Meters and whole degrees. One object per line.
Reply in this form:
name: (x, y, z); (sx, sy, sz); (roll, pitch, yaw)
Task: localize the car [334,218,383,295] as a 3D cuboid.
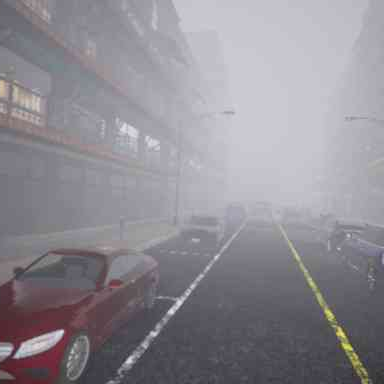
car: (5.866, 1.735, 9.697); (2.097, 1.767, 4.553); (3, -1, 12)

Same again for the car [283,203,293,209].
car: (23.314, 3.435, 81.084); (2.008, 1.369, 4.403); (4, 0, 12)

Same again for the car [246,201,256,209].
car: (12.699, 2.805, 71.695); (1.752, 1.417, 4.829); (4, 0, 12)

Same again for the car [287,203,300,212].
car: (19.694, 3.003, 64.466); (1.967, 1.590, 4.097); (4, 0, 12)

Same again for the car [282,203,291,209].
car: (24.524, 3.535, 86.623); (1.887, 1.381, 4.507); (4, 0, 12)

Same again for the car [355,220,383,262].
car: (8.807, 2.120, 14.612); (1.887, 1.381, 4.507); (4, 0, 12)

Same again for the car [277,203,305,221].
car: (11.034, 2.388, 37.343); (2.128, 1.511, 4.902); (3, 0, 13)

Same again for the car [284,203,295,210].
car: (22.105, 3.328, 75.545); (2.008, 1.369, 4.403); (4, 0, 12)

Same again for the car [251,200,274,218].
car: (8.679, 2.031, 40.673); (2.150, 2.045, 5.566); (3, 0, 12)

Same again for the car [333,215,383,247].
car: (10.015, 2.232, 20.151); (1.887, 1.381, 4.507); (4, 0, 12)

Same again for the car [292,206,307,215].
car: (17.269, 2.929, 53.389); (1.802, 1.307, 4.206); (4, 0, 12)

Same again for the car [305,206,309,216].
car: (16.067, 2.679, 47.849); (1.967, 1.590, 4.097); (4, 0, 12)

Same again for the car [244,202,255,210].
car: (11.523, 2.742, 66.322); (1.947, 1.339, 4.313); (4, 0, 12)

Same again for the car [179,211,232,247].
car: (0.641, 1.754, 16.462); (1.947, 1.339, 4.313); (4, 0, 12)

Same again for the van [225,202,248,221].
van: (4.282, 1.864, 33.083); (1.690, 1.788, 3.998); (4, 0, 12)

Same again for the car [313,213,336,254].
car: (7.124, 2.006, 15.591); (1.837, 1.490, 4.892); (3, -1, 12)

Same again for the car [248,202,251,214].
car: (5.478, 2.178, 38.621); (1.887, 1.381, 4.507); (4, 0, 12)

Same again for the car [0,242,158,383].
car: (-1.778, 1.546, 5.381); (1.802, 1.307, 4.206); (4, 0, 12)

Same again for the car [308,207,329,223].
car: (12.471, 2.439, 31.396); (1.752, 1.417, 4.829); (4, 0, 12)

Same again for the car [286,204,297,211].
car: (20.896, 3.215, 70.006); (1.887, 1.381, 4.507); (4, 0, 12)

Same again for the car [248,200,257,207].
car: (15.158, 2.937, 82.942); (1.967, 1.590, 4.097); (4, 0, 12)

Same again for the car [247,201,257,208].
car: (13.942, 2.941, 77.401); (2.008, 1.369, 4.403); (4, 0, 12)
